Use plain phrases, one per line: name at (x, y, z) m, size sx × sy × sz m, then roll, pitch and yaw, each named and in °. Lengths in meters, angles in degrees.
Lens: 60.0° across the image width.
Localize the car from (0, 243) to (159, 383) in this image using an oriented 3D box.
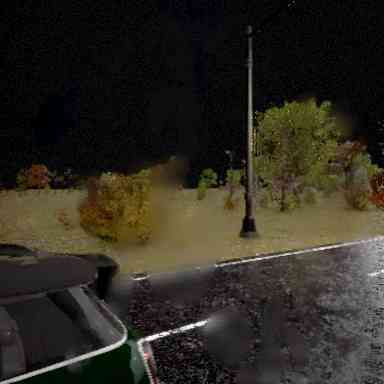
car at (-2.446, 1.352, 1.932) m, size 4.553 × 1.767 × 2.097 m, roll 0°, pitch 0°, yaw -35°

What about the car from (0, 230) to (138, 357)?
car at (-3.706, 1.546, 5.028) m, size 5.357 × 1.411 × 2.033 m, roll 0°, pitch 0°, yaw -36°
